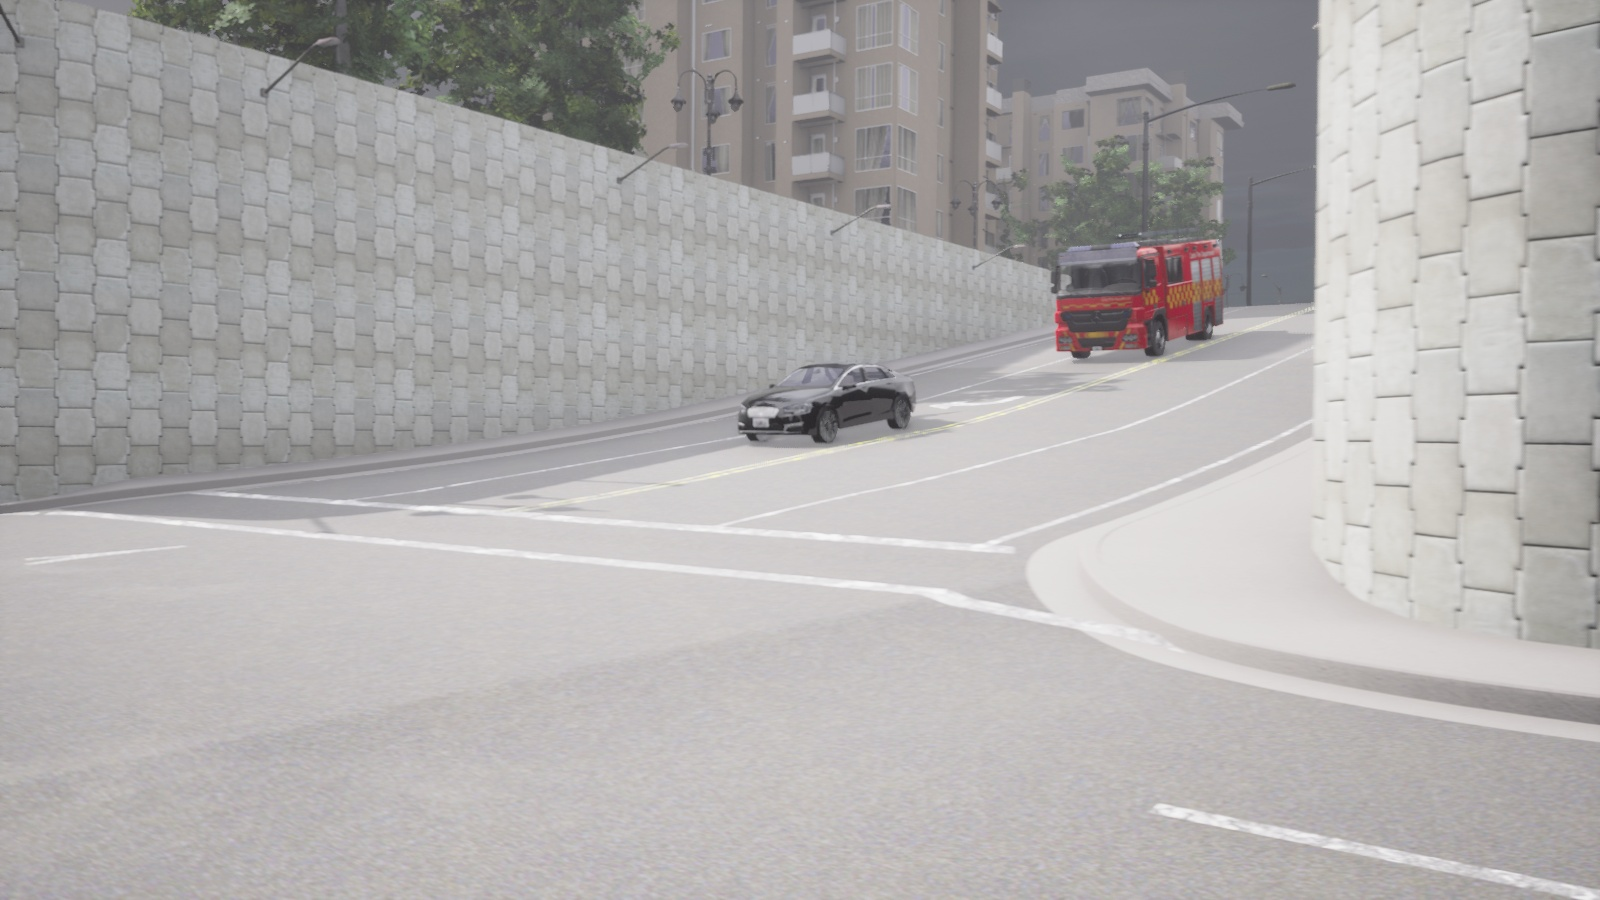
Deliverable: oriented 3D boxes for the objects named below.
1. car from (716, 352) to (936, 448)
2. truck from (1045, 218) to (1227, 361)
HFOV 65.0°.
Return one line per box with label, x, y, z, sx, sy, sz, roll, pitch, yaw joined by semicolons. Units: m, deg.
car;0.666;-1.091;26.010;2.128;1.511;4.902;1;7;35
truck;11.230;-5.395;41.227;2.891;3.827;8.468;0;11;35
